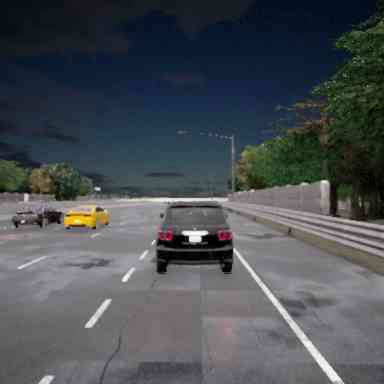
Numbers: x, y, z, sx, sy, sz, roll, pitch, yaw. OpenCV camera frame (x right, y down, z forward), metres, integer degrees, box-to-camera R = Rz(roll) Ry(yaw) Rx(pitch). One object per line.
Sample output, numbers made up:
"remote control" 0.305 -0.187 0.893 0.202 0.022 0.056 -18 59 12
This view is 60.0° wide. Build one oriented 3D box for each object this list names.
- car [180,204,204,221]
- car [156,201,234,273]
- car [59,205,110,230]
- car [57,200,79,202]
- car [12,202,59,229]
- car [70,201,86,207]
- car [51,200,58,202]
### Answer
"car" 0.019 1.786 30.071 1.994 1.385 4.181 0 -1 0
"car" 0.071 1.295 11.108 2.150 2.045 5.566 0 0 0
"car" -6.960 1.633 22.555 1.882 1.535 5.008 0 0 0
"car" -21.194 2.234 58.001 1.837 1.490 4.892 0 -1 0
"car" -10.462 1.655 23.003 2.128 1.511 4.902 0 0 0
"car" -24.700 2.654 72.078 1.895 1.301 4.718 0 -1 0
"car" -28.190 2.495 68.632 1.837 1.490 4.892 0 -1 0
